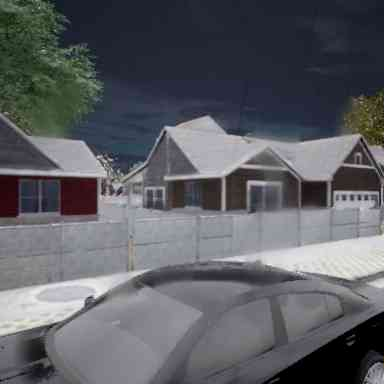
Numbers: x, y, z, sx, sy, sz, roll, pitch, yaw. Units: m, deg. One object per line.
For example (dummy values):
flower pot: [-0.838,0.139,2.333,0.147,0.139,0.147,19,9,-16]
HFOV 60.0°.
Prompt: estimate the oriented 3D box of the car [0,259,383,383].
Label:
car: [0.033,1.482,3.092,5.008,1.535,1.882,0,0,-35]
